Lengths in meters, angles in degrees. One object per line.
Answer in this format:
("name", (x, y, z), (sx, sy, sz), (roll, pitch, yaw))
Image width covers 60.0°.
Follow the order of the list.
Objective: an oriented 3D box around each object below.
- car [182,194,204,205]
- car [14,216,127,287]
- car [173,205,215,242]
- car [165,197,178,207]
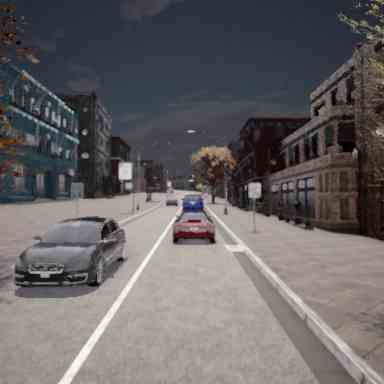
("car", (0.099, 1.242, 34.967), (2.150, 2.045, 5.566), (0, 0, 0))
("car", (-3.102, 1.510, 9.443), (1.837, 1.490, 4.892), (0, 0, 0))
("car", (0.098, 1.574, 16.518), (1.994, 1.385, 4.181), (0, 0, 0))
("car", (-3.157, 1.550, 52.632), (2.033, 1.411, 5.357), (0, 0, 0))
